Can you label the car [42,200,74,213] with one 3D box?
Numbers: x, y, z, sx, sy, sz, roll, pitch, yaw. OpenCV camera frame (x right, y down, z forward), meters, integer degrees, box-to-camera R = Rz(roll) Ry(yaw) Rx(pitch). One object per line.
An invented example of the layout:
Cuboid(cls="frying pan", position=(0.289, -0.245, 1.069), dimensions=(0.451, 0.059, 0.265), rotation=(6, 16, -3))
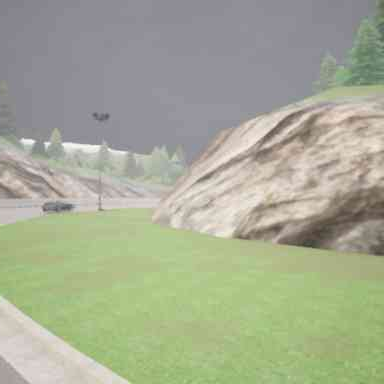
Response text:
Cuboid(cls="car", position=(-15.905, 1.685, 39.794), dimensions=(2.128, 1.511, 4.902), rotation=(0, 0, 9))
